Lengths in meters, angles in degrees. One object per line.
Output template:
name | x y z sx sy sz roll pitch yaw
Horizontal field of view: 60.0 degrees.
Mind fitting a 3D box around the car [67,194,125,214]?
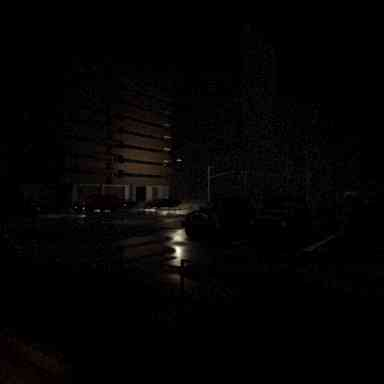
car | -10.343 1.222 36.319 2.150 2.045 5.566 0 0 34

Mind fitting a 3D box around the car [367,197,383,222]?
car | 15.898 1.395 27.316 1.970 1.475 3.806 0 0 34

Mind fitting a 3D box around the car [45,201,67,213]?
car | -15.364 1.601 35.121 1.895 1.301 4.718 0 0 34

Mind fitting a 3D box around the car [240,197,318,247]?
car | 3.874 1.156 14.361 1.905 1.878 3.866 0 0 34

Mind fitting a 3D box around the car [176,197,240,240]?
car | 1.507 1.153 16.027 1.932 1.855 4.605 0 0 34

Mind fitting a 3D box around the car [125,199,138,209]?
car | -9.514 1.548 43.834 2.033 1.411 5.357 0 0 34

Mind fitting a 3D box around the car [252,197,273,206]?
car | 12.051 1.526 56.779 1.812 1.442 4.674 0 0 34

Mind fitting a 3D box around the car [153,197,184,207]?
car | -3.678 1.547 52.459 2.033 1.411 5.357 0 0 34

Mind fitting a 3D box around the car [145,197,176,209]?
car | -4.128 1.548 45.560 2.033 1.411 5.357 0 0 34

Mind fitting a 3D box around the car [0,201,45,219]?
car | -15.447 1.564 28.718 1.994 1.385 4.181 0 0 34
